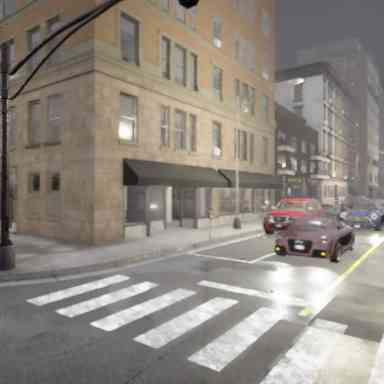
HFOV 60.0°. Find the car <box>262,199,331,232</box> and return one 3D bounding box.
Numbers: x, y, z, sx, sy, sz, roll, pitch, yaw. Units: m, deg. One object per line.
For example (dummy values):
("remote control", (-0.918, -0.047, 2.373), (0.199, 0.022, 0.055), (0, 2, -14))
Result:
("car", (5.557, 1.288, 17.836), (2.192, 1.841, 5.009), (0, 0, 36))

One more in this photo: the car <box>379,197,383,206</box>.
("car", (31.936, 1.499, 54.448), (1.752, 1.417, 4.829), (0, 0, 36))

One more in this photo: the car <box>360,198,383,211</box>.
("car", (22.106, 1.523, 40.805), (2.008, 1.369, 4.403), (0, 0, 36))

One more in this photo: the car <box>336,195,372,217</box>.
("car", (15.487, 1.287, 31.617), (2.192, 1.841, 5.009), (0, 0, 36))

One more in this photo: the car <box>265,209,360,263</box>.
("car", (4.545, 1.552, 12.089), (1.994, 1.385, 4.181), (0, 0, 36))

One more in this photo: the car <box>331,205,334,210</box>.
("car", (8.866, 1.539, 22.431), (1.947, 1.339, 4.313), (0, 0, 36))

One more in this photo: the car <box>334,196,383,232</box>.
("car", (10.540, 1.341, 20.405), (2.097, 1.767, 4.553), (0, 0, 36))
